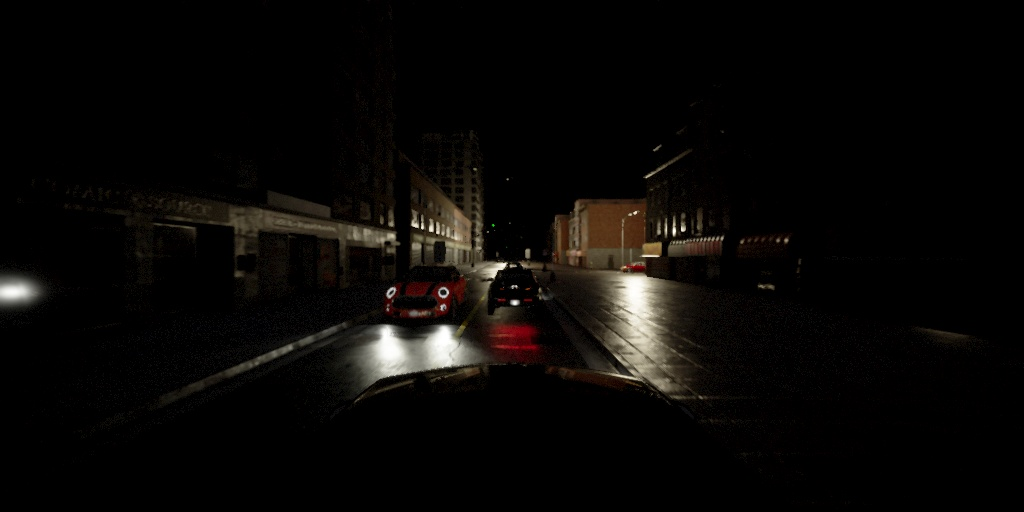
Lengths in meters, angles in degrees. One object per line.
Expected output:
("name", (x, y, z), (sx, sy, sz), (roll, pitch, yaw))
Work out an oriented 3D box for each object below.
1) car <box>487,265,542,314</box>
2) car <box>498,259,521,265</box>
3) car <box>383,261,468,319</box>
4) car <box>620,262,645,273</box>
("car", (0.101, 1.236, 13.592), (1.837, 1.490, 4.892), (0, -1, 0))
("car", (0.107, 1.258, 30.735), (2.033, 1.411, 5.357), (0, 0, 0))
("car", (-2.846, 1.087, 12.666), (2.097, 1.767, 4.553), (0, 0, 0))
("car", (16.371, 1.513, 47.335), (4.097, 1.591, 1.967), (0, 0, 0))
